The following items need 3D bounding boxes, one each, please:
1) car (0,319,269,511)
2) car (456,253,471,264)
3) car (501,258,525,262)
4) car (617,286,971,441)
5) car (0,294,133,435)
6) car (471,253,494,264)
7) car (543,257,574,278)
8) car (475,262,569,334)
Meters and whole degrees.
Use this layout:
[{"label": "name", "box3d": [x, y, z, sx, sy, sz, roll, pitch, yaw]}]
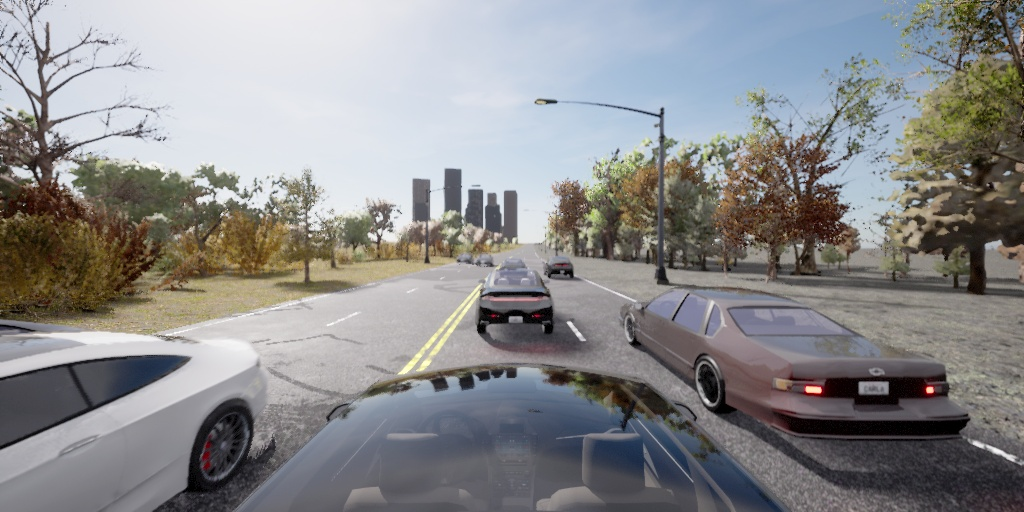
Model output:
[{"label": "car", "box3d": [-3.343, 1.272, 1.787, 1.812, 1.442, 4.674, 0, 1, 0]}, {"label": "car", "box3d": [-6.293, 0.330, 48.642, 2.128, 1.511, 4.902, 0, 1, 1]}, {"label": "car", "box3d": [0.103, 0.845, 26.763, 1.994, 1.385, 4.181, 0, 1, 0]}, {"label": "car", "box3d": [3.342, 1.207, 5.830, 2.033, 1.411, 5.357, 0, 1, 0]}, {"label": "car", "box3d": [-6.603, 1.285, 3.212, 1.994, 1.385, 4.181, 0, 1, 0]}, {"label": "car", "box3d": [-3.168, 0.457, 42.317, 2.128, 1.511, 4.902, 0, 1, 1]}, {"label": "car", "box3d": [3.352, 0.784, 26.443, 1.837, 1.490, 4.892, -1, 1, 0]}, {"label": "car", "box3d": [0.066, 1.090, 10.015, 2.128, 1.511, 4.902, 0, 1, 0]}]
